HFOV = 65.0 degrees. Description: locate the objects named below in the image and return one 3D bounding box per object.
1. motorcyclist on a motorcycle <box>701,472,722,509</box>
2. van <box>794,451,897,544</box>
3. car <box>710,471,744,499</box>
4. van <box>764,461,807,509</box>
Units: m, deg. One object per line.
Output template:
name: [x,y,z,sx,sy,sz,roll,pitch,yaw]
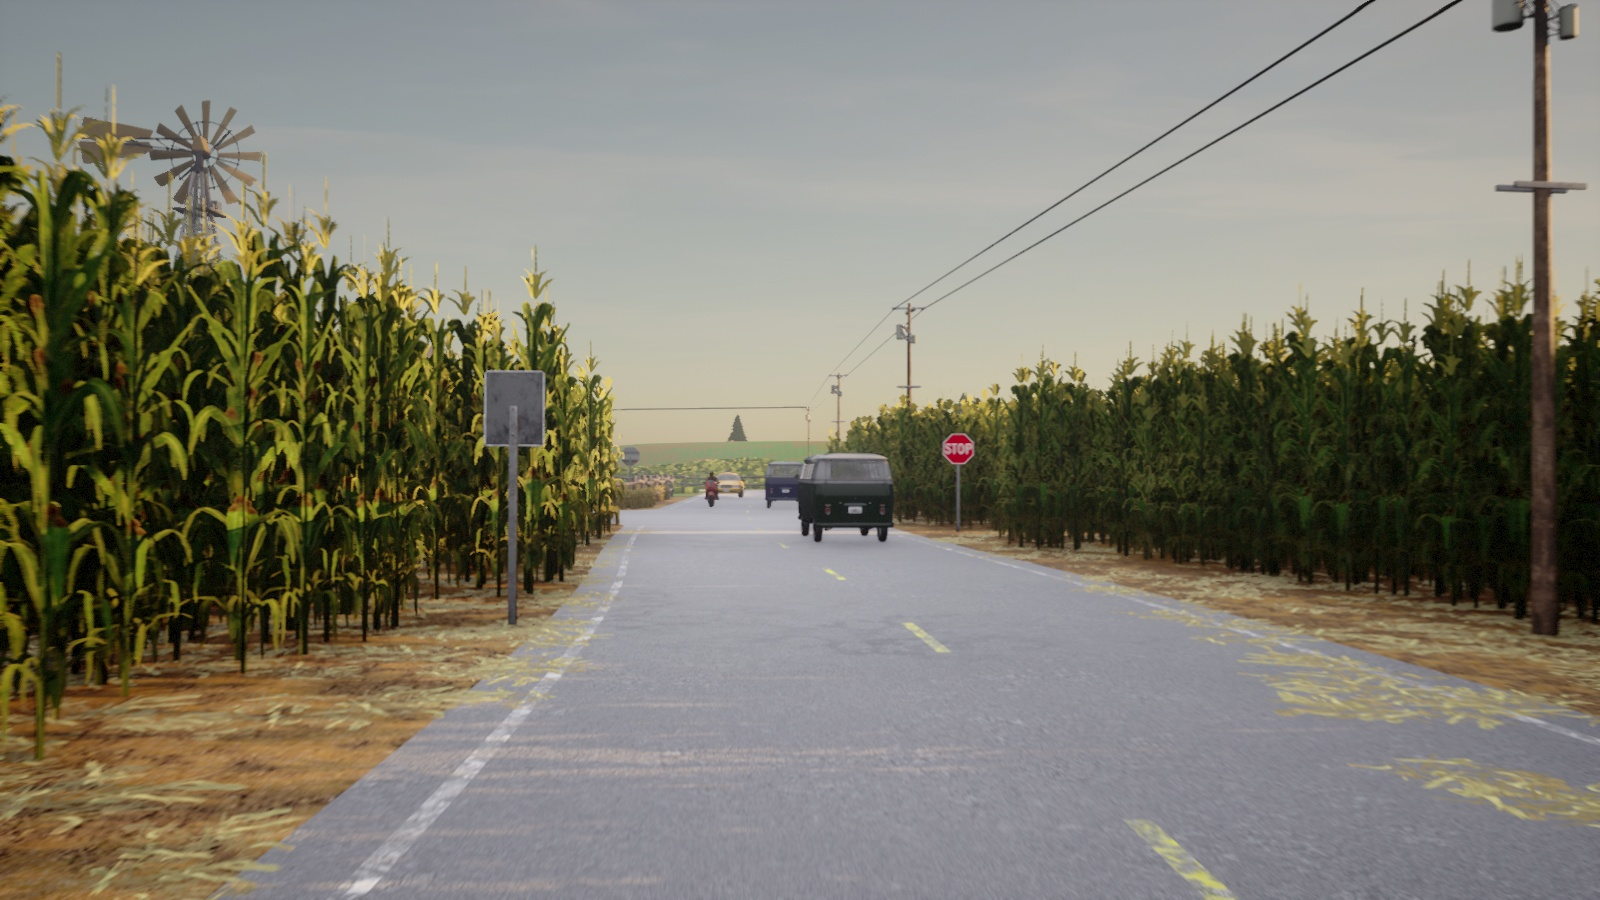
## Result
motorcyclist on a motorcycle: [-3.773,1.708,53.430,0.797,1.523,2.044,0,-1,-1]
van: [0.967,1.052,29.192,1.775,1.987,4.442,0,-1,-6]
car: [-4.257,2.007,73.784,1.801,1.575,5.366,0,-1,-1]
van: [-0.611,1.482,54.472,1.775,1.987,4.442,0,-1,0]
